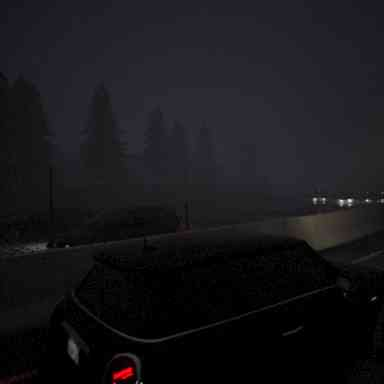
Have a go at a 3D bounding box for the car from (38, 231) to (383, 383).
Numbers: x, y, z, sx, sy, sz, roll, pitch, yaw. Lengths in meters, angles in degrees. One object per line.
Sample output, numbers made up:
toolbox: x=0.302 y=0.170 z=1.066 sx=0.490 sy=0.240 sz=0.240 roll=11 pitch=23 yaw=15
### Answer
car: x=0.716 y=1.271 z=4.026 sx=4.553 sy=1.767 sz=2.097 roll=-2 pitch=1 yaw=-37

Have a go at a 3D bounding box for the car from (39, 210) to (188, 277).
car: x=-2.417 y=1.448 z=10.705 sx=4.181 sy=1.385 sz=1.994 roll=-2 pitch=1 yaw=-39
